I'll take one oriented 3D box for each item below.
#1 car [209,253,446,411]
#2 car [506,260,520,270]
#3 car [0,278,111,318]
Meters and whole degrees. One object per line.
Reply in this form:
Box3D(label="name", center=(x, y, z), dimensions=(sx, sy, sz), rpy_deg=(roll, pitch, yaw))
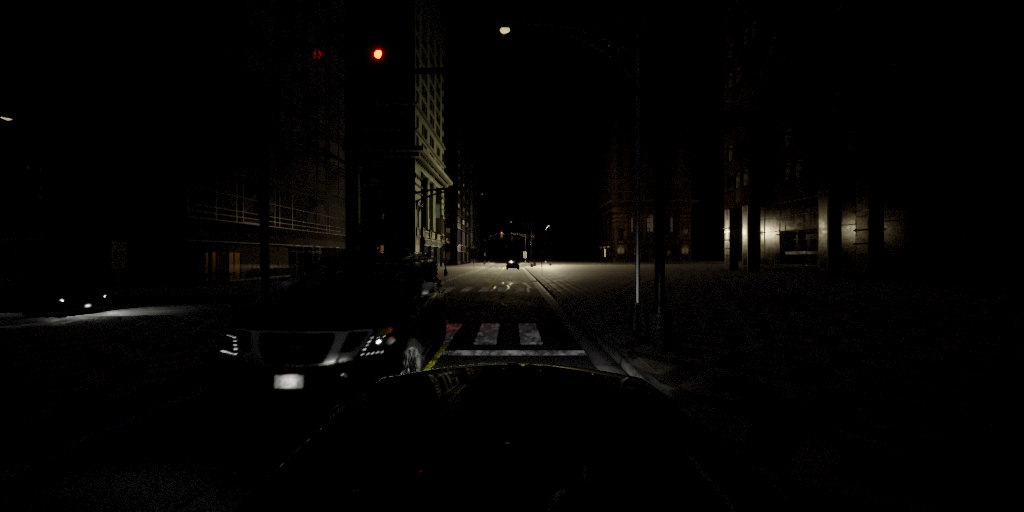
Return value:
Box3D(label="car", center=(-2.523, 0.970, 6.543), dimensions=(2.150, 2.045, 5.566), rpy_deg=(1, 0, -4))
Box3D(label="car", center=(0.121, 1.325, 53.391), dimensions=(1.994, 1.385, 4.181), rpy_deg=(0, 0, 0))
Box3D(label="car", center=(-18.965, 1.562, 13.760), dimensions=(5.357, 1.411, 2.033), rpy_deg=(-1, 0, 0))
